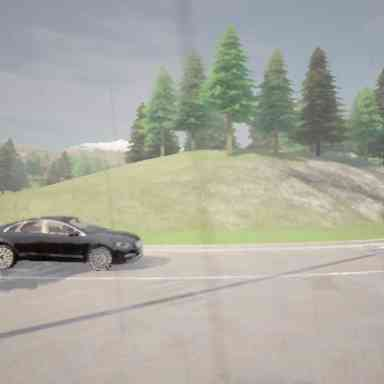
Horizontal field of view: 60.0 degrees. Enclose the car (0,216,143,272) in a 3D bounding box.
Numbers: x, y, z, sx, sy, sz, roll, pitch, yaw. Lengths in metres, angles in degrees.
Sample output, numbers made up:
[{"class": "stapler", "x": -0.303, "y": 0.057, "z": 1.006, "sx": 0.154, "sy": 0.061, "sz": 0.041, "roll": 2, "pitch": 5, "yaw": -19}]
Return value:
[{"class": "car", "x": -4.008, "y": 1.508, "z": 10.396, "sx": 4.902, "sy": 1.511, "sz": 2.128, "roll": 0, "pitch": 0, "yaw": 4}]
